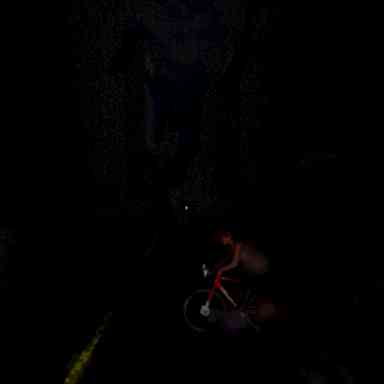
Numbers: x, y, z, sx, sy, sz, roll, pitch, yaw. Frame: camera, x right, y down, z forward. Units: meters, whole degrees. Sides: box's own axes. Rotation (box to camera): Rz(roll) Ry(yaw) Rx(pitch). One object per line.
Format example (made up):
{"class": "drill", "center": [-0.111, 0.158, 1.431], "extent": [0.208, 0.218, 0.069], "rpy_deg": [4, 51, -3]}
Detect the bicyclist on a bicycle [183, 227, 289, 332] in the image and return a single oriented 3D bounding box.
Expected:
{"class": "bicyclist on a bicycle", "center": [0.689, 1.374, 5.155], "extent": [1.656, 1.620, 0.582], "rpy_deg": [0, 0, -1]}

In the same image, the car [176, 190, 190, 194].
{"class": "car", "center": [-0.869, 0.946, 48.661], "extent": [2.097, 1.767, 4.553], "rpy_deg": [0, 1, -1]}

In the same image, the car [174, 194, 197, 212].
{"class": "car", "center": [-0.580, 1.241, 34.459], "extent": [1.837, 1.490, 4.892], "rpy_deg": [0, 1, -1]}

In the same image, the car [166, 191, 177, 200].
{"class": "car", "center": [-4.090, 1.001, 65.629], "extent": [1.895, 1.301, 4.718], "rpy_deg": [0, 1, -1]}
